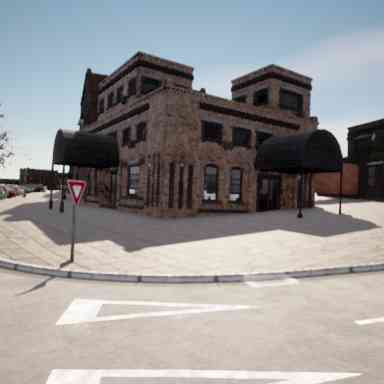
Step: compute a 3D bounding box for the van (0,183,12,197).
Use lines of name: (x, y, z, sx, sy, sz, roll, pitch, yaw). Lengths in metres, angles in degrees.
van: (-29.502, -0.051, 48.935, 4.442, 1.987, 1.878, 3, 0, -21)

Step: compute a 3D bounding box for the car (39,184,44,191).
car: (-39.970, -1.055, 82.833, 5.566, 2.045, 2.435, 3, 0, -13)

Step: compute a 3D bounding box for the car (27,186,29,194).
car: (-34.798, -0.226, 64.313, 4.674, 1.452, 2.002, 3, 1, -17)

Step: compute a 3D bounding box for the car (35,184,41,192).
car: (-38.664, -0.637, 77.533, 4.792, 1.488, 2.163, 3, 1, -14)

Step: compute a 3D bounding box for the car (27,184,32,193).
car: (-35.642, -0.316, 66.910, 4.792, 1.488, 2.163, 3, 1, -17)

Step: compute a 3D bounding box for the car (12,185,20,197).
car: (-30.335, -0.141, 51.553, 5.566, 2.045, 2.435, 3, 1, -20)

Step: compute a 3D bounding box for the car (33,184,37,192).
car: (-37.167, -0.502, 72.150, 4.892, 1.521, 2.231, 3, 1, -16)

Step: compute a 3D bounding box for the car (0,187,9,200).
car: (-27.474, 0.321, 43.817, 4.892, 1.521, 2.231, 3, 0, -21)

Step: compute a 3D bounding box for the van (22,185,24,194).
van: (-32.967, -0.332, 59.162, 4.442, 1.987, 1.878, 3, 1, -19)

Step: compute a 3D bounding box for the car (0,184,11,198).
car: (-28.401, 0.127, 46.408, 4.553, 1.767, 2.185, 3, 0, -21)

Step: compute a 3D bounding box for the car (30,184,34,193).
car: (-36.373, -0.392, 69.538, 4.792, 1.488, 2.163, 3, 1, -16)

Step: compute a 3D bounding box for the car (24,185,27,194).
car: (-34.133, -0.201, 61.659, 5.366, 1.575, 1.946, 3, 1, -18)

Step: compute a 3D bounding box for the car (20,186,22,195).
car: (-32.206, 0.003, 56.563, 4.674, 1.452, 2.002, 3, 1, -19)
